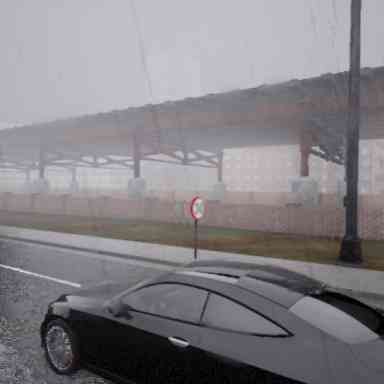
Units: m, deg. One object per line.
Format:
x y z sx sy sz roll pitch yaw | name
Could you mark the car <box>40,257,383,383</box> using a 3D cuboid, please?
0.158 1.527 3.880 4.674 1.442 1.812 0 0 36 | car
